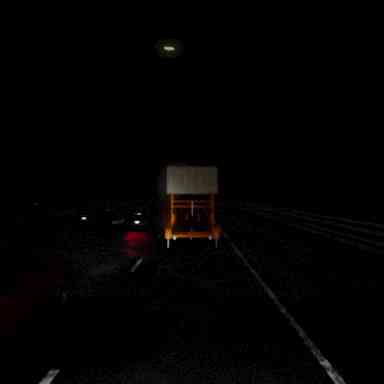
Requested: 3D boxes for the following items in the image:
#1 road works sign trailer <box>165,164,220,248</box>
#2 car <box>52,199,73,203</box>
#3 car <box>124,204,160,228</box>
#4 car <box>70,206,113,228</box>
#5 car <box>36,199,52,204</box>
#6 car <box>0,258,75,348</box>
[{"bbox_3d":[0.022,0.526,15.044,2.380,3.560,2.880,0,0,0],"label":"road works sign trailer"},{"bbox_3d":[-20.981,2.160,55.803,2.033,1.411,5.357,0,-2,1],"label":"car"},{"bbox_3d":[-3.365,1.598,22.824,1.837,1.490,4.892,0,0,0],"label":"car"},{"bbox_3d":[-6.865,1.658,23.131,1.994,1.385,4.181,0,0,0],"label":"car"},{"bbox_3d":[-24.479,1.964,55.782,2.097,1.767,4.553,0,-2,1],"label":"car"},{"bbox_3d":[-3.392,1.621,4.919,1.895,1.301,4.718,0,0,0],"label":"car"}]
